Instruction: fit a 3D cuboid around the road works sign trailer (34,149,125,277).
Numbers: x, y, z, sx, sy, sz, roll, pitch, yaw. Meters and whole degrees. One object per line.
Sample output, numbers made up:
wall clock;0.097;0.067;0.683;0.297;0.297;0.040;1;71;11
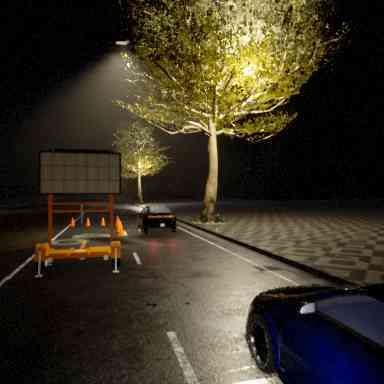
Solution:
road works sign trailer;-3.453;0.476;10.445;2.380;3.560;2.880;0;0;-14

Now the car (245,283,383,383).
car;2.105;1.564;3.227;1.994;1.385;4.181;0;0;-14

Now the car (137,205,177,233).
car;-2.186;1.544;20.031;2.128;1.511;4.902;0;0;-14
